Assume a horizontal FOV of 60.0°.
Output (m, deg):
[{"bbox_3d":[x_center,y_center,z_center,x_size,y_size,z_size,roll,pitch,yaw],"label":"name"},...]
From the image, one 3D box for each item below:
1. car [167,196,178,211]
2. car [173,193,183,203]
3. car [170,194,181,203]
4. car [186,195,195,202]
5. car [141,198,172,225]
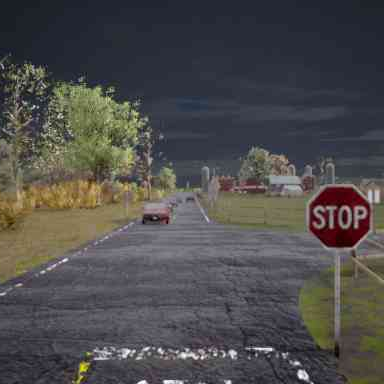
[{"bbox_3d":[-2.995,1.466,36.751,2.128,1.511,4.902,0,0,0],"label":"car"},{"bbox_3d":[-3.019,1.218,65.299,2.150,2.045,5.566,0,0,0],"label":"car"},{"bbox_3d":[-3.030,1.455,49.416,1.837,1.490,4.892,0,0,0],"label":"car"},{"bbox_3d":[-0.294,1.402,71.277,1.837,1.490,4.892,0,0,0],"label":"car"},{"bbox_3d":[-2.654,1.466,24.540,1.882,1.535,5.008,0,0,-5],"label":"car"}]
